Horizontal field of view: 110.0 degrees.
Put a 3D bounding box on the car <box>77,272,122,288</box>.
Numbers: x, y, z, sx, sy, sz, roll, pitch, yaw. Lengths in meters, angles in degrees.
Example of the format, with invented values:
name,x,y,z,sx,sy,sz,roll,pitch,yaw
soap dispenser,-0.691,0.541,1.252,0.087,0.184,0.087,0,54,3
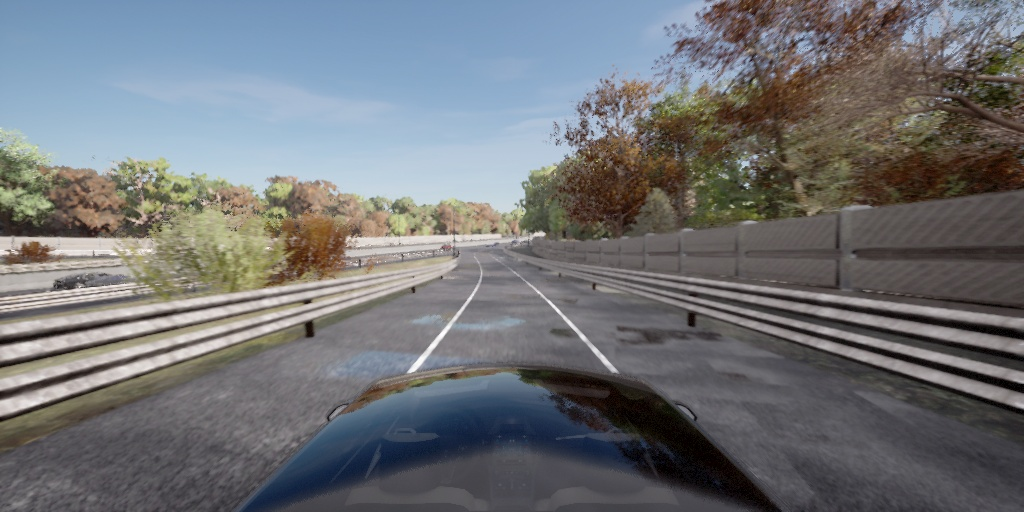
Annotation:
name,x,y,z,sx,sy,sz,roll,pitch,yaw
car,-34.959,2.326,32.032,1.994,1.385,4.181,1,4,17

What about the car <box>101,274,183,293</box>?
name,x,y,z,sx,sy,sz,roll,pitch,yaw
car,-31.578,2.405,31.141,1.895,1.301,4.718,1,4,17

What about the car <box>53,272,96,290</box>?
name,x,y,z,sx,sy,sz,roll,pitch,yaw
car,-38.325,2.224,32.990,1.837,1.490,4.892,1,4,17

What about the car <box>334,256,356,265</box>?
name,x,y,z,sx,sy,sz,roll,pitch,yaw
car,-24.828,0.770,53.252,1.812,1.442,4.674,1,4,17
